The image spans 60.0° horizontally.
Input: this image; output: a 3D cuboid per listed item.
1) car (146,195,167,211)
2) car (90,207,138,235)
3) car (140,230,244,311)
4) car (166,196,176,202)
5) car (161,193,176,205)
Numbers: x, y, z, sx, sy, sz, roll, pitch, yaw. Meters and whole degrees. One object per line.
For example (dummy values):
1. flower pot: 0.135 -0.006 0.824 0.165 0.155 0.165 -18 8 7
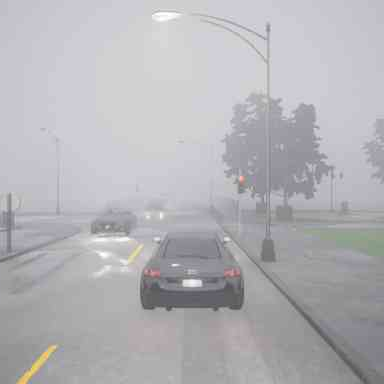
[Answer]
1. car: -4.419 1.478 40.533 1.882 1.535 5.008 0 0 0
2. car: -4.244 1.564 18.670 1.994 1.385 4.181 0 0 0
3. car: 0.002 1.564 7.826 1.994 1.385 4.181 0 0 0
4. car: -4.590 1.536 74.371 2.033 1.411 5.357 0 0 0
5. car: -4.546 1.219 58.515 2.150 2.045 5.566 0 0 0
